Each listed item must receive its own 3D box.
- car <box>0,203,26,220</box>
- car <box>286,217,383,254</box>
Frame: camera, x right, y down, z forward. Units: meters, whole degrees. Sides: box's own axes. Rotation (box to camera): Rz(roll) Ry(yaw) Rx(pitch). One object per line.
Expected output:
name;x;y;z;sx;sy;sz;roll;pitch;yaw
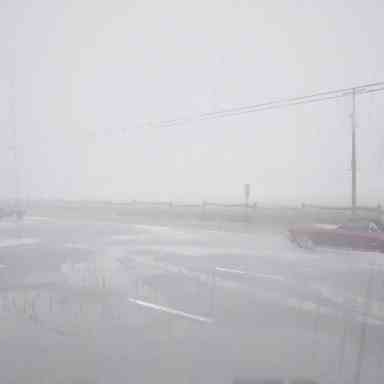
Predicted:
car;-16.238;1.601;28.415;4.718;1.301;1.895;0;0;35
car;6.070;1.601;12.519;4.718;1.301;1.895;0;0;36
